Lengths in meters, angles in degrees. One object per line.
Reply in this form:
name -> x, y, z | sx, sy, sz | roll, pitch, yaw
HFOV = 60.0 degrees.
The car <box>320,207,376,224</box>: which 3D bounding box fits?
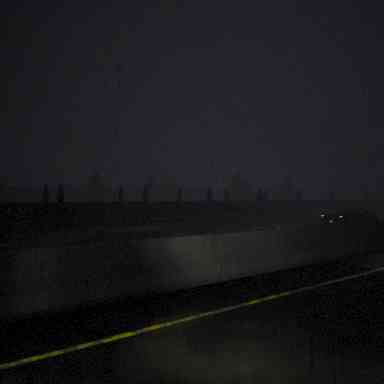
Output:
car -> 11.866, 1.838, 25.249 | 4.718, 1.301, 1.895 | 1, 0, -34
